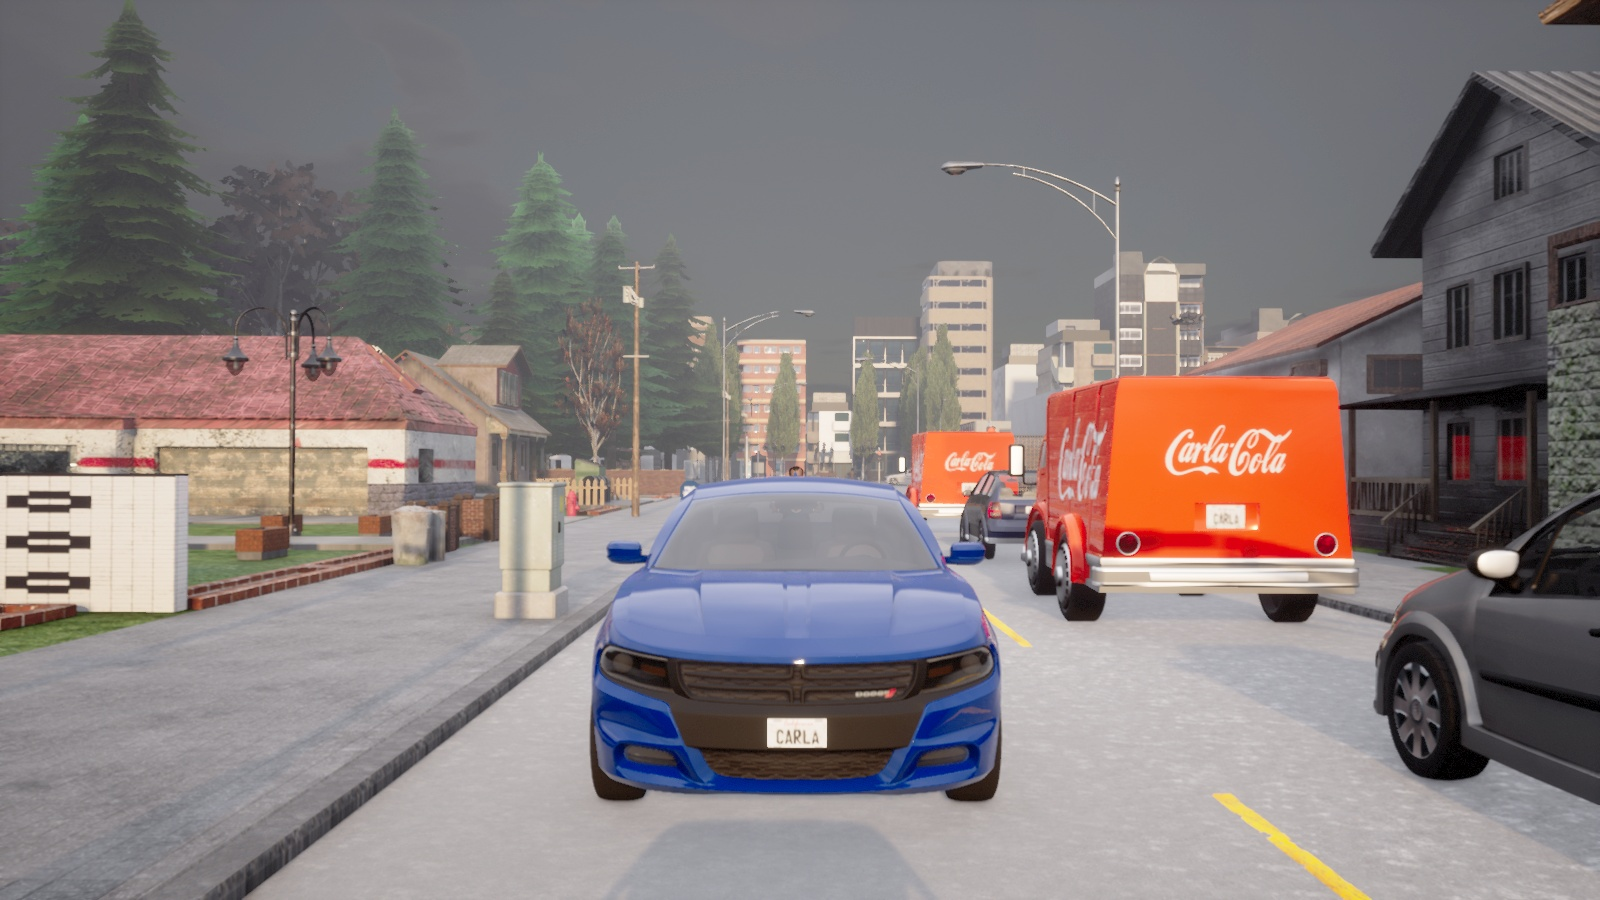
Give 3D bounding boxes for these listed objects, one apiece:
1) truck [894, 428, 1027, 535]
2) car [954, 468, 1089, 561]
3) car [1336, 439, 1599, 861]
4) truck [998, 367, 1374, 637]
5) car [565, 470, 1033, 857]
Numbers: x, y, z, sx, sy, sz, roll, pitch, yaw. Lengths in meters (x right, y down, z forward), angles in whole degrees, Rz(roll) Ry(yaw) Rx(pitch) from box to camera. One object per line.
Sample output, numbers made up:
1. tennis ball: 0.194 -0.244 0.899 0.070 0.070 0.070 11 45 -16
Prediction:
1. truck: 3.924 0.771 31.695 2.627 2.467 5.204 0 -1 -1
2. car: 3.941 1.109 22.938 1.789 1.549 3.705 0 -1 0
3. car: 3.986 0.768 5.151 1.851 1.617 3.988 0 -1 0
4. truck: 3.955 0.515 14.149 2.627 2.467 5.204 0 -1 0
5. car: -0.020 0.899 7.572 1.882 1.535 5.008 0 -1 0
